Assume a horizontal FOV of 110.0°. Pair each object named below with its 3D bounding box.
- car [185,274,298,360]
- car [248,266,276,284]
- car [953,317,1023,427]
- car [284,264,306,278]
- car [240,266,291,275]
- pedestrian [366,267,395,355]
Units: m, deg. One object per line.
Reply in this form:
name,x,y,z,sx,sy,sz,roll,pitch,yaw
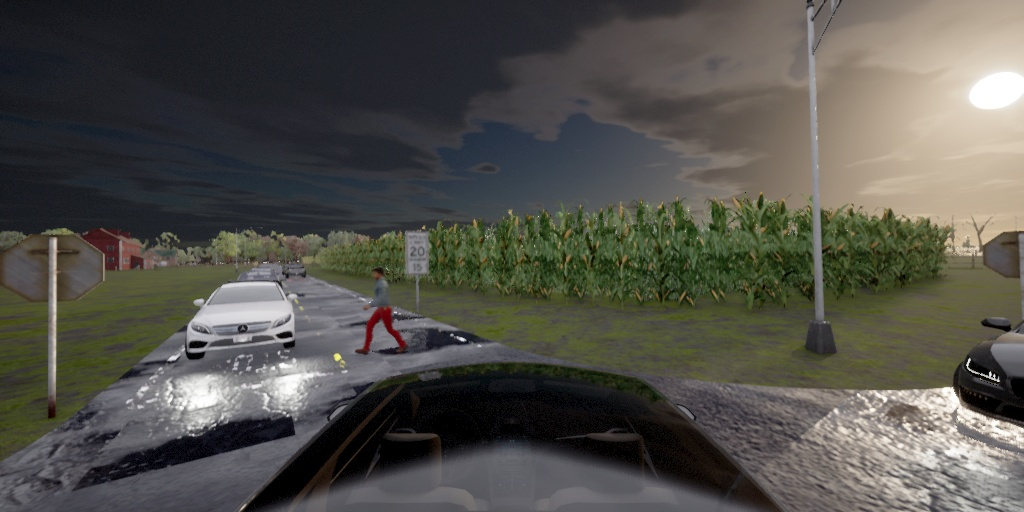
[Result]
car,-6.547,1.370,8.973,1.812,1.442,4.674,0,0,-33
car,-22.486,1.689,32.347,1.994,1.385,4.181,0,0,-34
car,7.504,1.154,4.130,4.892,1.490,1.837,-2,-1,-19
car,-23.974,1.670,39.672,2.128,1.511,4.902,0,0,-34
car,-11.693,1.425,16.543,2.128,1.511,4.902,0,0,-34
pedestrian,-2.689,1.091,7.334,0.375,1.860,0.375,1,-2,-34
